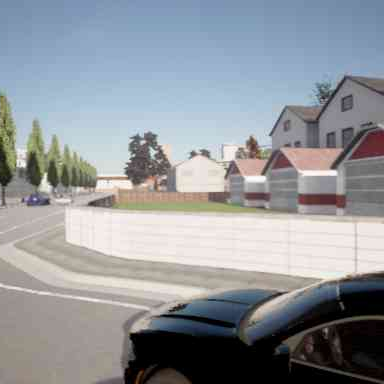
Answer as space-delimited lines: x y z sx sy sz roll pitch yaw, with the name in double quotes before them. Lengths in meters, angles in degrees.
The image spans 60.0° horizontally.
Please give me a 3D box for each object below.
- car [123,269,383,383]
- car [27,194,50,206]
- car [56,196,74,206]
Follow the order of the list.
"car" 1.677 1.428 2.676 5.008 1.535 1.882 0 1 31
"car" -21.249 1.011 46.174 2.097 1.767 4.553 -1 1 -11
"car" -17.832 1.220 46.947 1.895 1.301 4.718 -1 1 -12
